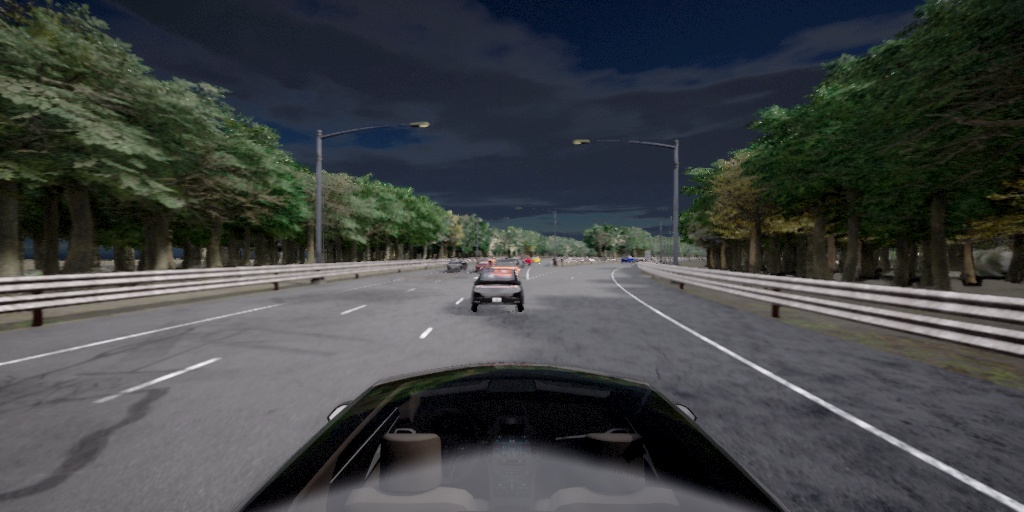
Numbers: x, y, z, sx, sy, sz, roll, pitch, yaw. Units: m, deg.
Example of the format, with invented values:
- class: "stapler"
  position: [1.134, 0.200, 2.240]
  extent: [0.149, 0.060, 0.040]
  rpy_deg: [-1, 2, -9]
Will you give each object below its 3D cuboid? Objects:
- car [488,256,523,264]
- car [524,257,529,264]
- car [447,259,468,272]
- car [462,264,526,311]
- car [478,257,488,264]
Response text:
- class: "car"
  position: [-0.436, 1.073, 27.384]
  extent: [2.097, 1.767, 4.553]
  rpy_deg: [0, 0, 1]
- class: "car"
  position: [1.139, 1.217, 56.707]
  extent: [2.033, 1.411, 5.357]
  rpy_deg: [0, 0, 5]
- class: "car"
  position: [-6.712, 1.156, 44.437]
  extent: [2.128, 1.511, 4.902]
  rpy_deg: [0, 0, 4]
- class: "car"
  position: [-0.517, 1.234, 14.279]
  extent: [2.128, 1.511, 4.902]
  rpy_deg: [0, 0, 0]
- class: "car"
  position: [-3.256, 1.205, 43.491]
  extent: [1.812, 1.442, 4.674]
  rpy_deg: [0, 0, 4]
